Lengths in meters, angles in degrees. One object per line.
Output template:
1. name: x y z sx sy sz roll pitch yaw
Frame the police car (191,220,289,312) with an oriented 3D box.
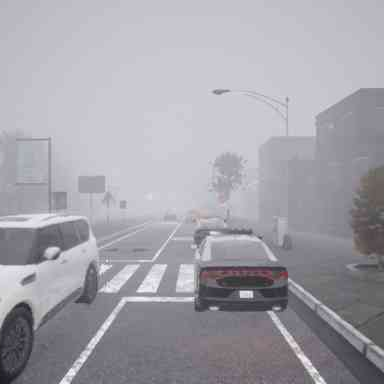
1. police car: 0.999 1.766 8.664 1.930 1.638 5.238 0 -2 0

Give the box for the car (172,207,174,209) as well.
1. car: -8.486 4.963 89.818 5.566 2.045 2.435 0 -3 0

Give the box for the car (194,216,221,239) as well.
1. car: 1.063 2.527 24.551 1.812 1.442 4.674 0 -2 0

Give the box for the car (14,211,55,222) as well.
1. car: -21.767 3.397 46.165 4.674 1.452 2.002 0 -2 0

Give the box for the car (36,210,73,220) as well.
1. car: -21.741 3.631 52.710 5.008 1.535 2.097 0 -2 0

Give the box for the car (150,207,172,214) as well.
1. car: -8.466 5.086 87.008 4.892 1.521 2.231 0 -3 0

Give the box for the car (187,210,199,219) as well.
1. car: 0.252 4.032 60.097 2.033 1.411 5.357 0 -2 0

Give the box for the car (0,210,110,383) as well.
1. car: -3.325 1.464 6.073 2.150 2.045 5.566 0 -2 0

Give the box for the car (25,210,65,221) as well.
1. car: -21.747 3.495 49.440 4.892 1.521 2.231 0 -2 0

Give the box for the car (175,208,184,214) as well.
1. car: -2.858 5.123 90.581 2.097 1.767 4.553 0 -3 0

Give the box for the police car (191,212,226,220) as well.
1. police car: 1.036 2.179 18.665 1.930 1.638 5.238 0 -2 0

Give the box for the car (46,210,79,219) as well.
1. car: -21.716 3.804 55.854 4.674 1.452 2.002 0 -2 0

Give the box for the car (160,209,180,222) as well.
1. car: -3.149 3.611 48.682 1.895 1.301 4.718 0 -2 0

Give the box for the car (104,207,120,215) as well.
1. car: -21.561 4.965 84.316 5.008 1.535 2.097 0 -2 0

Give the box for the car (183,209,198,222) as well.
1. car: 0.209 3.277 46.665 2.097 1.767 4.553 0 -2 1

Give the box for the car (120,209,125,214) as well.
1. car: -21.543 5.218 89.878 5.008 1.535 2.097 0 -3 0
